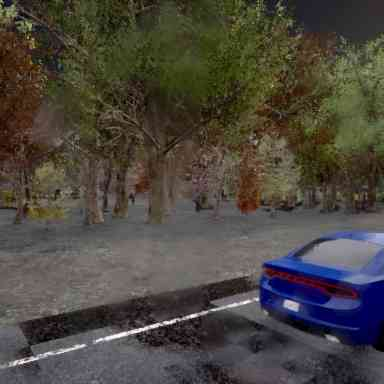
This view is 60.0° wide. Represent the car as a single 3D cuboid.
[{"bbox_3d":[3.432,1.480,6.184,5.008,1.535,1.882,0,0,-35],"label":"car"}]
